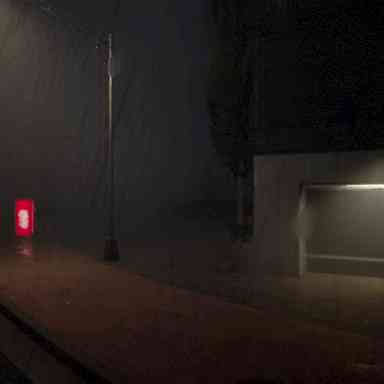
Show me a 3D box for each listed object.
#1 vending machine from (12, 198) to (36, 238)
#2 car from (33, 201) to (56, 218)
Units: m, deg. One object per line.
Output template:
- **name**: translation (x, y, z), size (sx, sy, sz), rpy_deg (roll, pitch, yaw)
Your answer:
- **vending machine**: translation (-9.218, 1.391, 18.308), size (1.100, 2.100, 0.880), rpy_deg (0, -1, -22)
- **car**: translation (-15.859, 1.714, 34.180), size (2.097, 1.767, 4.553), rpy_deg (0, -1, 2)
